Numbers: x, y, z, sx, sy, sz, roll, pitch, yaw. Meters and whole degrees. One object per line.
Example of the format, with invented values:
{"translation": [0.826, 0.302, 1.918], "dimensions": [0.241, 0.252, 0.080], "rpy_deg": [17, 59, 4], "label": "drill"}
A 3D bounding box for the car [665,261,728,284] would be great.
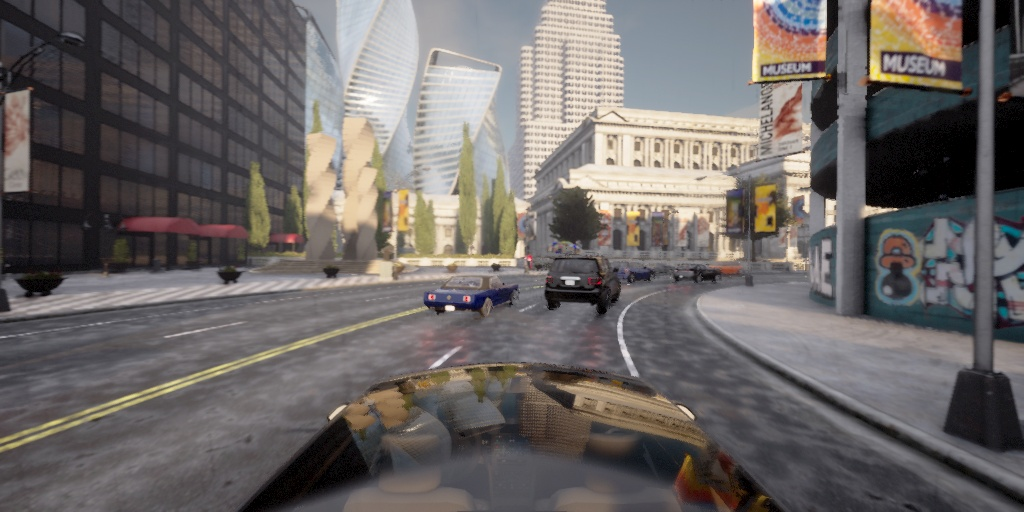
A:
{"translation": [14.835, 1.398, 28.685], "dimensions": [4.902, 1.511, 2.128], "rpy_deg": [1, 0, -36], "label": "car"}

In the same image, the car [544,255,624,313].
{"translation": [3.003, 1.003, 14.522], "dimensions": [2.150, 2.045, 5.566], "rpy_deg": [0, 0, 23], "label": "car"}

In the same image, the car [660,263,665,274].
{"translation": [16.934, 1.493, 41.817], "dimensions": [4.181, 1.385, 1.994], "rpy_deg": [1, 0, -22], "label": "car"}

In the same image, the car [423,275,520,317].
{"translation": [-1.210, 1.339, 13.190], "dimensions": [1.895, 1.301, 4.718], "rpy_deg": [1, 0, 18], "label": "car"}

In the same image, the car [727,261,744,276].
{"translation": [23.618, 1.350, 40.443], "dimensions": [4.553, 1.767, 2.097], "rpy_deg": [0, 0, -14], "label": "car"}

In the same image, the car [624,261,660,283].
{"translation": [9.654, 1.204, 29.016], "dimensions": [4.553, 1.767, 2.097], "rpy_deg": [1, 0, -42], "label": "car"}
